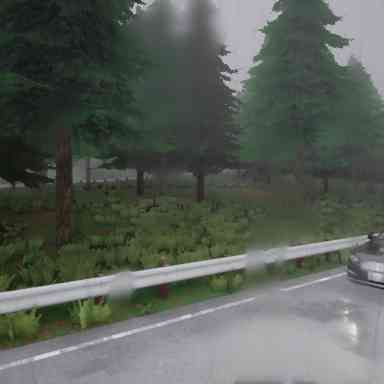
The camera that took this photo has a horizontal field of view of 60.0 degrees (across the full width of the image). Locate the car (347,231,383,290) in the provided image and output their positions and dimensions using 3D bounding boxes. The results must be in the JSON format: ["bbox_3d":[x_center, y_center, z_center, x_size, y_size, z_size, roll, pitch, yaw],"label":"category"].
[{"bbox_3d":[5.790,1.494,8.315,4.902,1.511,2.128,0,0,-36],"label":"car"}]
